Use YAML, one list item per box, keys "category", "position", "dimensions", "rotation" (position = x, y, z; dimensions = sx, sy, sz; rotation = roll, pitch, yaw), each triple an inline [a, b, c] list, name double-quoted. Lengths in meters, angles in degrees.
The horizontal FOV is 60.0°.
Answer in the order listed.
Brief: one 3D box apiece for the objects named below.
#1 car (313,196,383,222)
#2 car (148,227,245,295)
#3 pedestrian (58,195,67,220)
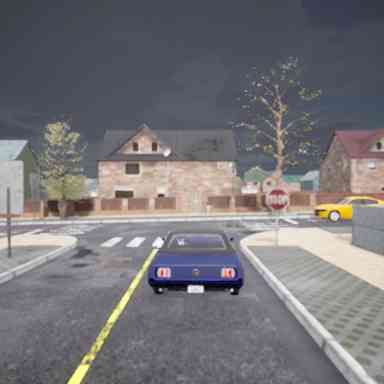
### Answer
- category: "car"
  position: [10.568, 1.045, 21.859]
  dimensions: [5.008, 1.535, 1.882]
  rotation: [-1, 1, 0]
- category: "car"
  position: [0.145, 1.555, 8.557]
  dimensions: [1.895, 1.301, 4.718]
  rotation: [0, 0, 2]
- category: "pedestrian"
  position: [-9.639, 1.128, 24.744]
  dimensions: [0.375, 1.860, 0.375]
  rotation: [0, 3, 0]
